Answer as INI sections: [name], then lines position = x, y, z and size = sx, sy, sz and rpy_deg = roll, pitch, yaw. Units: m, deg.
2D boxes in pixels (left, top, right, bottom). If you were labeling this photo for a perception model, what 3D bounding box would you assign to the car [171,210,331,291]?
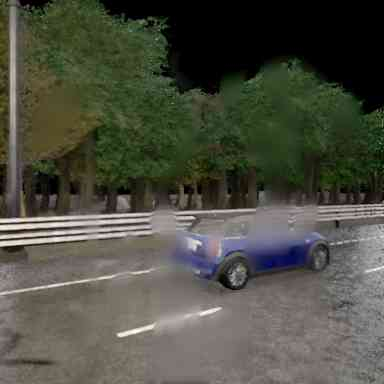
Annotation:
[car]
position = 1.774, 1.342, 9.194
size = 4.553, 1.767, 2.097
rpy_deg = 0, 0, -34
